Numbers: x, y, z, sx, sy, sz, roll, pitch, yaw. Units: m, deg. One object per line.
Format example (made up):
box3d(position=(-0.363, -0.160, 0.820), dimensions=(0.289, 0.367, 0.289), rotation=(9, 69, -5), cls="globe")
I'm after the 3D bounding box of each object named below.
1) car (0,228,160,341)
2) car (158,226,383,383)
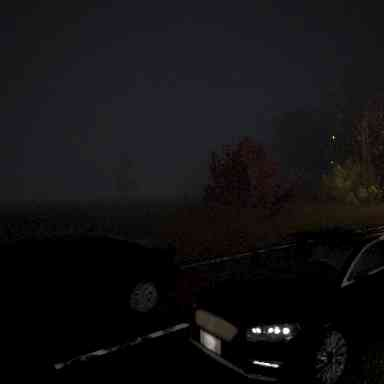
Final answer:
box3d(position=(-2.577, 1.485, 5.831), dimensions=(5.008, 1.535, 1.882), rotation=(-3, 1, -35), cls="car")
box3d(position=(2.196, 1.366, 5.232), dimensions=(4.902, 1.511, 2.128), rotation=(-3, 1, -35), cls="car")
